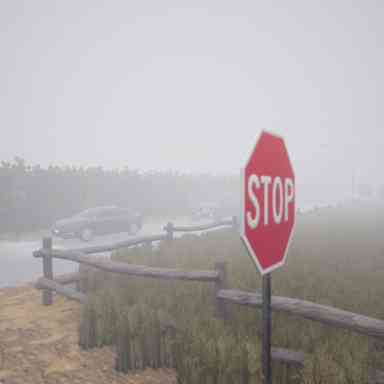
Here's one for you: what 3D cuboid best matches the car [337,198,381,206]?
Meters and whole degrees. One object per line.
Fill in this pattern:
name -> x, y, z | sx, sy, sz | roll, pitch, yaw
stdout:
car -> 20.236, 1.393, 40.247 | 4.718, 1.301, 1.895 | -1, 1, 1

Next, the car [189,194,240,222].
car -> 2.074, 1.205, 25.862 | 2.150, 2.045, 5.566 | 0, 0, 36

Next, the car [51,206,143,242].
car -> -4.554, 1.501, 16.614 | 1.837, 1.490, 4.892 | 0, 0, 36
